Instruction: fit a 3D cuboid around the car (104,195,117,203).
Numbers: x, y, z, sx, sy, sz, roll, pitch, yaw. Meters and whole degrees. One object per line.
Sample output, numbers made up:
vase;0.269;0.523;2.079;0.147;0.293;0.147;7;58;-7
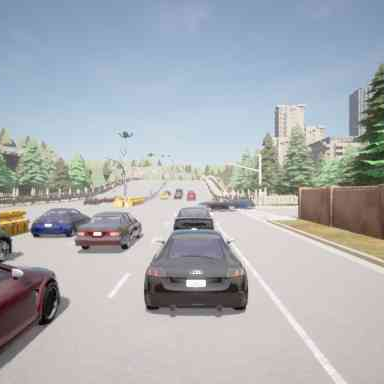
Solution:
car;-17.554;1.594;68.750;1.895;1.301;4.718;0;0;0

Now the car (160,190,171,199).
car;-7.164;1.024;86.978;1.882;1.535;5.008;0;3;0

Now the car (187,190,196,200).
car;-0.142;0.946;83.548;2.150;2.045;5.566;0;3;0

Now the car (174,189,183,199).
car;-3.663;0.903;86.963;2.097;1.767;4.553;0;3;0

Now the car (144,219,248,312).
car;0.091;1.564;7.813;1.994;1.385;4.181;0;0;1

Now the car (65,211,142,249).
car;-3.403;1.547;14.446;2.033;1.411;5.357;0;0;0

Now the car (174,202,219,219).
car;0.090;1.478;16.803;1.882;1.535;5.008;0;0;0

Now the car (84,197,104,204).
car;-17.598;1.564;58.680;1.994;1.385;4.181;0;0;0

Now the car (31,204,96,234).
car;-6.912;1.564;18.007;1.994;1.385;4.181;0;0;0

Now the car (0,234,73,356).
car;-3.404;1.564;4.469;1.994;1.385;4.181;0;0;0

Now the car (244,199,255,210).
car;6.162;1.564;43.395;4.181;1.385;1.994;0;0;12

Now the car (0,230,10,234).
car;-6.904;1.491;9.166;2.128;1.511;4.902;0;0;0

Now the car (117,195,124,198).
car;-17.614;1.477;78.992;1.895;1.301;4.718;0;1;0

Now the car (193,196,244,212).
car;3.013;1.492;38.410;4.902;1.511;2.128;0;0;-9
